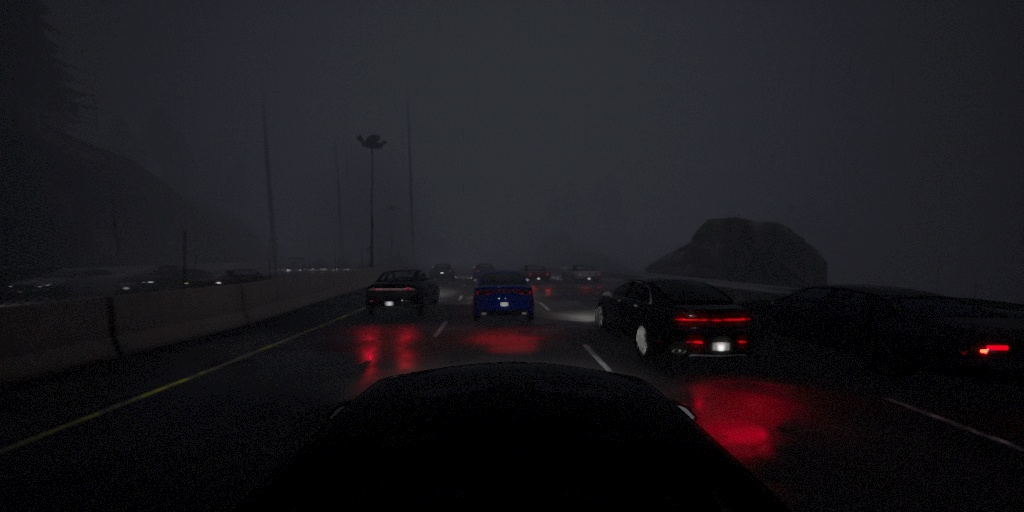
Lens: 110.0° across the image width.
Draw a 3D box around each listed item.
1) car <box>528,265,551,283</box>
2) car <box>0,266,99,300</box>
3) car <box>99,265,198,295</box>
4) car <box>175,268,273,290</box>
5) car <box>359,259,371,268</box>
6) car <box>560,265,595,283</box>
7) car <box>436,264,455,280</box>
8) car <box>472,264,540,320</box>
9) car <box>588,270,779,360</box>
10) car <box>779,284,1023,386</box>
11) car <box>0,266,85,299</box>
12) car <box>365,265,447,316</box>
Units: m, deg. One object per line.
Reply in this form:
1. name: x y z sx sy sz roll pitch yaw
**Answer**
1. car: 1.605 1.342 27.907 1.895 1.301 4.718 0 0 -8
2. car: -22.077 1.323 18.228 1.812 1.442 4.674 0 0 -6
3. car: -18.709 1.281 19.587 2.128 1.511 4.902 0 0 -7
4. car: -15.142 1.382 19.392 1.895 1.301 4.718 0 0 -6
5. car: -24.309 1.287 59.676 2.128 1.511 4.902 0 0 -19
6. car: 5.179 1.333 27.627 1.895 1.301 4.718 0 0 -8
7. car: -5.913 1.321 30.601 1.994 1.385 4.181 0 0 -9
8. car: -0.357 1.226 12.713 1.882 1.535 5.008 0 0 -3
9. car: 3.369 1.246 8.333 1.837 1.490 4.892 0 0 -2
10. car: 6.937 1.280 7.241 2.033 1.411 5.357 0 0 -2
11. car: -25.618 1.310 18.424 1.837 1.490 4.892 0 0 -6
12. car: -3.910 1.248 13.409 2.128 1.511 4.902 0 0 -4
